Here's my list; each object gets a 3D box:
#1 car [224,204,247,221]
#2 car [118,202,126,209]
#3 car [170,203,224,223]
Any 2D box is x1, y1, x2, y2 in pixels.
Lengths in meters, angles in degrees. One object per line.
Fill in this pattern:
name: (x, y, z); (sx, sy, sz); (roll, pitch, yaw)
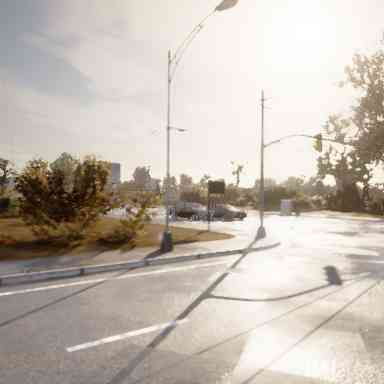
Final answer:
car: (2.992, 1.821, 30.167); (1.994, 1.385, 4.181); (1, -1, -39)
car: (-11.713, 1.463, 48.535); (2.150, 2.045, 5.566); (1, -1, -38)
car: (0.018, 1.703, 28.281); (2.128, 1.511, 4.902); (1, -1, -39)
